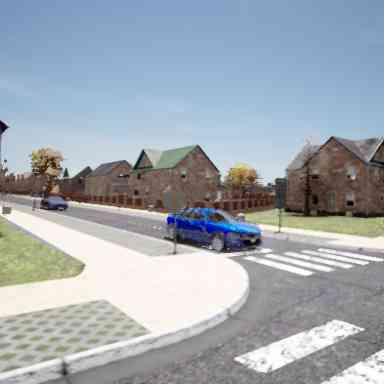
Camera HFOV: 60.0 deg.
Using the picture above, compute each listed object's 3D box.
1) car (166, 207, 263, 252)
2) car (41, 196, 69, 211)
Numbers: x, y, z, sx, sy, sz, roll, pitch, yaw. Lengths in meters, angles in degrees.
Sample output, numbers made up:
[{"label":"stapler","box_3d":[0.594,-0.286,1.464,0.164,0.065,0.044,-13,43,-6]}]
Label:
[{"label":"car","box_3d":[0.772,1.458,14.108,1.882,1.535,5.008,2,-1,-36]},{"label":"car","box_3d":[-14.726,1.180,35.482,2.033,1.411,5.357,2,-1,-36]}]
